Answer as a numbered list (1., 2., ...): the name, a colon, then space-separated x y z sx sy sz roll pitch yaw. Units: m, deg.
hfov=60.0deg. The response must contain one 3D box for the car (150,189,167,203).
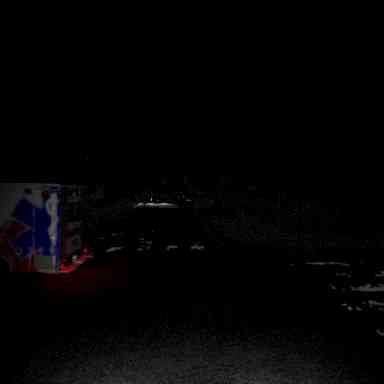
1. car: -4.526 0.478 45.197 2.097 1.767 4.553 0 2 -2

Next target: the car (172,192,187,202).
1. car: -1.719 0.676 45.747 1.994 1.385 4.181 0 2 0

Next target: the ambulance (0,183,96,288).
1. ambulance: -5.896 0.962 8.460 6.366 2.431 2.351 1 1 -3
